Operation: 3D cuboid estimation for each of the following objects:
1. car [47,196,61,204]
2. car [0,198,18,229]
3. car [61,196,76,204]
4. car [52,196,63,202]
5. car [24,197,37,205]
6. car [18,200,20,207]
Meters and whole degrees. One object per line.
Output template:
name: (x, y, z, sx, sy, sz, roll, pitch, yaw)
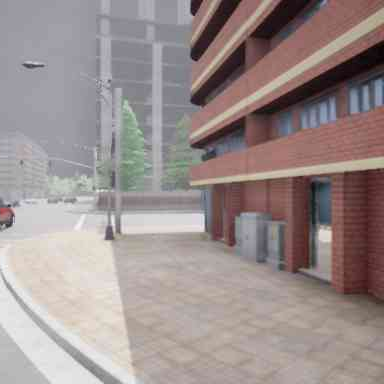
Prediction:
car: (-31.563, 1.902, 75.229, 2.033, 1.411, 5.357, 0, 0, -16)
car: (-12.467, 1.332, 20.123, 2.150, 2.045, 5.566, 0, 0, -17)
car: (-28.274, 1.896, 76.466, 1.812, 1.442, 4.674, 0, 0, -16)
car: (-34.310, 1.790, 85.128, 2.033, 1.411, 5.357, 0, 0, -16)
car: (-33.365, 1.855, 68.635, 1.812, 1.442, 4.674, 0, 0, -16)
car: (-29.325, 1.747, 53.921, 2.128, 1.511, 4.902, 0, 0, -15)
